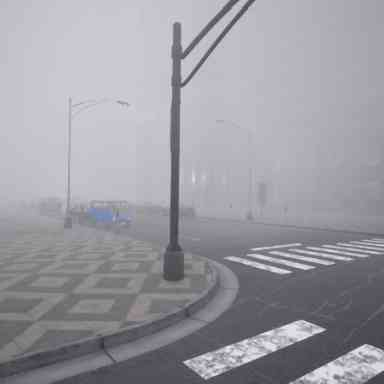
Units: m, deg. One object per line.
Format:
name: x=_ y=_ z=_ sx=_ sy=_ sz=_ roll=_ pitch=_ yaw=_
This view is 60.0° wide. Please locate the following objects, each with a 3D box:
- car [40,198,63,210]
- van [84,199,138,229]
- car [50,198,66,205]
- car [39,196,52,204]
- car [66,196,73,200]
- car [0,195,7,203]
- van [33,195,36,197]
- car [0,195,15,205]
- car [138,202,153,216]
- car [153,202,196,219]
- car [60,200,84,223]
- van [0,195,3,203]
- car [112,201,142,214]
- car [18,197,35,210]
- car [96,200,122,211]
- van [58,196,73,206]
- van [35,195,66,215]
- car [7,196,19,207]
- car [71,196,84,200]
car: x=-19.707 y=1.658 z=46.508 sx=1.837 sy=1.490 sz=4.892 roll=1 pitch=-1 yaw=-35
van: x=-5.250 y=1.335 z=21.249 sx=1.690 sy=1.788 sz=3.998 roll=1 pitch=-1 yaw=-35
car: x=-26.972 y=1.885 z=66.770 sx=2.008 sy=1.369 sz=4.403 roll=1 pitch=-1 yaw=-35
car: x=-33.352 y=1.818 z=75.793 sx=1.967 sy=1.590 sz=4.097 roll=1 pitch=-1 yaw=-35
car: x=-20.588 y=1.607 z=57.750 sx=2.192 sy=1.841 sz=5.009 roll=1 pitch=-1 yaw=-35
car: x=-43.515 y=1.564 z=75.391 sx=2.192 sy=1.841 sz=5.009 roll=1 pitch=-1 yaw=-35
van: x=-36.541 y=1.740 z=80.304 sx=1.690 sy=1.788 sz=3.998 roll=1 pitch=-1 yaw=-35
car: x=-37.041 y=1.730 z=66.227 sx=1.752 sy=1.417 sz=4.829 roll=1 pitch=-1 yaw=-35
car: x=-4.637 y=1.730 z=35.192 sx=1.887 sy=1.381 sz=4.507 roll=1 pitch=-1 yaw=-35
car: x=-1.446 y=1.710 z=30.681 sx=1.887 sy=1.381 sz=4.507 roll=1 pitch=-1 yaw=-35
car: x=-8.441 y=1.559 z=25.759 sx=1.887 sy=1.381 sz=4.507 roll=1 pitch=-1 yaw=-35
van: x=-46.704 y=1.612 z=79.903 sx=1.690 sy=1.788 sz=3.998 roll=1 pitch=-1 yaw=-35
car: x=-7.827 y=1.751 z=39.703 sx=1.887 sy=1.381 sz=4.507 roll=1 pitch=-1 yaw=-35
car: x=-21.196 y=1.680 z=43.806 sx=1.802 sy=1.307 sz=4.206 roll=1 pitch=-1 yaw=-35
car: x=-11.116 y=1.754 z=44.353 sx=1.752 sy=1.417 sz=4.829 roll=1 pitch=-1 yaw=-35
van: x=-23.779 y=1.654 z=62.261 sx=1.690 sy=1.788 sz=3.998 roll=1 pitch=-1 yaw=-35
van: x=-14.816 y=1.397 z=34.785 sx=1.690 sy=1.788 sz=3.998 roll=1 pitch=-1 yaw=-35
car: x=-27.573 y=1.692 z=52.830 sx=2.008 sy=1.369 sz=4.403 roll=1 pitch=-1 yaw=-35
car: x=-17.399 y=1.815 z=53.237 sx=1.887 sy=1.381 sz=4.507 roll=1 pitch=-1 yaw=-35
